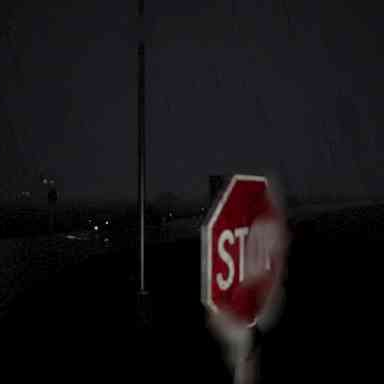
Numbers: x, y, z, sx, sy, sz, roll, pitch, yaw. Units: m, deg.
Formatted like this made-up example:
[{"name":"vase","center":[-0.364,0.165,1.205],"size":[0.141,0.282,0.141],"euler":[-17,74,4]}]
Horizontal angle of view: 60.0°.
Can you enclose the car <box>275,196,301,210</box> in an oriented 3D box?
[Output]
[{"name":"car","center":[10.465,1.163,36.843],"size":[2.128,1.511,4.902],"euler":[0,1,40]}]

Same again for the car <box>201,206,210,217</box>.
[{"name":"car","center":[2.744,1.394,27.343],"size":[1.895,1.301,4.718],"euler":[0,1,38]}]

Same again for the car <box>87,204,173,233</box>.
[{"name":"car","center":[-3.351,1.440,19.234],"size":[2.033,1.411,5.357],"euler":[0,1,36]}]
